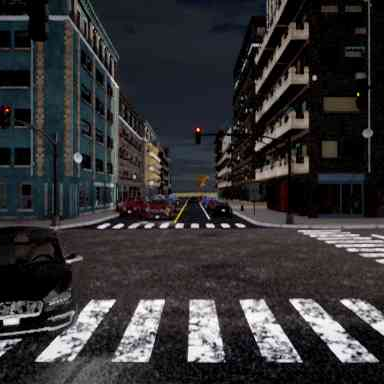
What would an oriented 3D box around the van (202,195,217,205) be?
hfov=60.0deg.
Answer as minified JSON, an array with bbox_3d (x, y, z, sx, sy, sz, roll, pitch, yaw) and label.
[{"bbox_3d":[2.714,1.379,46.907,1.690,1.788,3.998,0,0,0],"label":"van"}]

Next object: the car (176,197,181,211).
[{"bbox_3d":[-2.730,1.524,38.091,2.128,1.511,4.902,0,0,0],"label":"car"}]

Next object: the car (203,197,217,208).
[{"bbox_3d":[2.696,1.617,41.355,1.802,1.307,4.206,0,0,0],"label":"car"}]

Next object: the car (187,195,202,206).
[{"bbox_3d":[0.277,1.547,56.762,1.837,1.490,4.892,0,0,0],"label":"car"}]

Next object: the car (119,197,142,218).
[{"bbox_3d":[-5.219,1.343,30.275,2.192,1.841,5.009,0,0,0],"label":"car"}]

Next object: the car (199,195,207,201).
[{"bbox_3d":[2.836,1.595,85.771,1.887,1.381,4.507,0,0,0],"label":"car"}]

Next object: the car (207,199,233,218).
[{"bbox_3d":[2.661,1.594,30.251,1.947,1.339,4.313,0,0,0],"label":"car"}]

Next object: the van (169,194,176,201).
[{"bbox_3d":[-5.044,1.391,85.795,1.690,1.788,3.998,0,0,0],"label":"van"}]

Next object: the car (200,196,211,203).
[{"bbox_3d":[2.783,1.598,69.115,2.008,1.369,4.403,0,0,0],"label":"car"}]

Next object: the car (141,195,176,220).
[{"bbox_3d":[-2.730,1.378,28.251,2.097,1.767,4.553,0,0,0],"label":"car"}]

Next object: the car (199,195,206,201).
[{"bbox_3d":[2.853,1.595,91.323,1.887,1.381,4.507,0,0,0],"label":"car"}]

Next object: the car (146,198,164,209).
[{"bbox_3d":[-5.167,1.582,46.931,1.887,1.381,4.507,0,0,0],"label":"car"}]

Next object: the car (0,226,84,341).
[{"bbox_3d":[-3.436,1.520,6.705,1.837,1.490,4.892,3,-2,-25],"label":"car"}]

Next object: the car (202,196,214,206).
[{"bbox_3d":[2.749,1.483,58.011,1.967,1.590,4.097,0,0,0],"label":"car"}]

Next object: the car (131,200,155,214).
[{"bbox_3d":[-5.202,1.576,35.827,1.887,1.381,4.507,0,0,0],"label":"car"}]

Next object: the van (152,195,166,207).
[{"bbox_3d":[-5.149,1.381,52.483,1.690,1.788,3.998,0,0,0],"label":"van"}]
